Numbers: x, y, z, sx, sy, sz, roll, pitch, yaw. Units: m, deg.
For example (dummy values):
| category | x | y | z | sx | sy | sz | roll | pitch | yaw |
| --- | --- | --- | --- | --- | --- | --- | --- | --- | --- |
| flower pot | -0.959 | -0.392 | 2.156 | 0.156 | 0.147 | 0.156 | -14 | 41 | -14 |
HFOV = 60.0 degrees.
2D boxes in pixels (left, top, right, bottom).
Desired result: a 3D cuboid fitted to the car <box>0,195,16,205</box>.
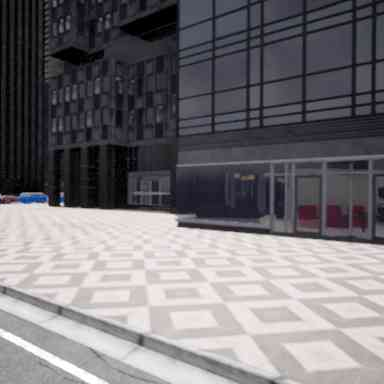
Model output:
| category | x | y | z | sx | sy | sz | roll | pitch | yaw |
| --- | --- | --- | --- | --- | --- | --- | --- | --- | --- |
| car | -28.247 | 1.265 | 47.674 | 1.802 | 1.307 | 4.206 | 1 | 0 | 35 |

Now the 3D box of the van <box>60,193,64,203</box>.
| category | x | y | z | sx | sy | sz | roll | pitch | yaw |
| --- | --- | --- | --- | --- | --- | --- | --- | --- | --- |
| van | -21.653 | 1.019 | 56.917 | 1.690 | 1.788 | 3.998 | 1 | 0 | 35 |

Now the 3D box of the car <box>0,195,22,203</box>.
| category | x | y | z | sx | sy | sz | roll | pitch | yaw |
| --- | --- | --- | --- | --- | --- | --- | --- | --- | --- |
| car | -31.892 | 1.185 | 57.244 | 1.802 | 1.307 | 4.206 | 1 | 0 | 35 |

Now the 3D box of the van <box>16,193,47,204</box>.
| category | x | y | z | sx | sy | sz | roll | pitch | yaw |
| --- | --- | --- | --- | --- | --- | --- | --- | --- | --- |
| van | -24.949 | 1.021 | 52.295 | 1.690 | 1.788 | 3.998 | 1 | 0 | 35 |
